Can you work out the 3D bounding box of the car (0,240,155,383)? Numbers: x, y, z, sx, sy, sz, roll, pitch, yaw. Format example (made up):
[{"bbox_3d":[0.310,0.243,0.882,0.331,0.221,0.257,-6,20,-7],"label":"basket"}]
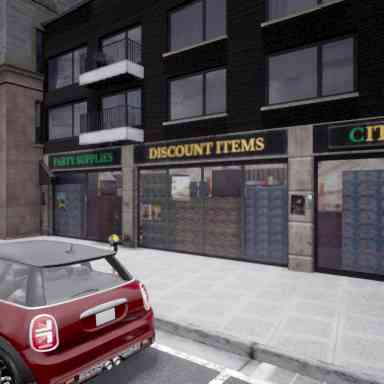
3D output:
[{"bbox_3d":[-2.559,1.440,4.905,4.097,1.590,1.967,0,0,36],"label":"car"}]
